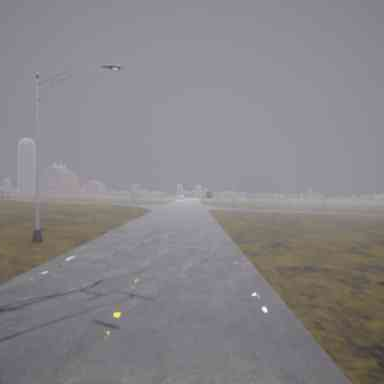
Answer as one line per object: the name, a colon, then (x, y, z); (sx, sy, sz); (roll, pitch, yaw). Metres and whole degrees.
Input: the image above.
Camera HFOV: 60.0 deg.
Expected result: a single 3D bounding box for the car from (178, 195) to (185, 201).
car: (-2.751, 1.491, 87.216); (1.812, 1.442, 4.674); (0, 0, 0)
